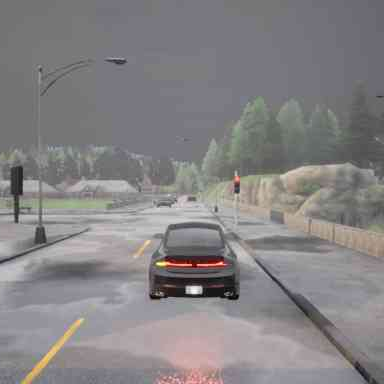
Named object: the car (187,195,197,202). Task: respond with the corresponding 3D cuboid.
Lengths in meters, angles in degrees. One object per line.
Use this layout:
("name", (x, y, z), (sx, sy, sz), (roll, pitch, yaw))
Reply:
("car", (-0.027, 1.324, 70.993), (1.882, 1.535, 5.008), (0, 0, 0))

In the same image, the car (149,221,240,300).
("car", (0.058, 1.505, 8.375), (1.837, 1.490, 4.892), (0, 0, 0))

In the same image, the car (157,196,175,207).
("car", (-4.114, 1.564, 49.740), (1.994, 1.385, 4.181), (0, 0, 0))

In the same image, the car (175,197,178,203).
("car", (-4.100, 1.505, 59.755), (1.837, 1.490, 4.892), (0, 0, 0))

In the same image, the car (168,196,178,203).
("car", (-4.026, 1.595, 69.937), (1.895, 1.301, 4.718), (0, 0, 0))
